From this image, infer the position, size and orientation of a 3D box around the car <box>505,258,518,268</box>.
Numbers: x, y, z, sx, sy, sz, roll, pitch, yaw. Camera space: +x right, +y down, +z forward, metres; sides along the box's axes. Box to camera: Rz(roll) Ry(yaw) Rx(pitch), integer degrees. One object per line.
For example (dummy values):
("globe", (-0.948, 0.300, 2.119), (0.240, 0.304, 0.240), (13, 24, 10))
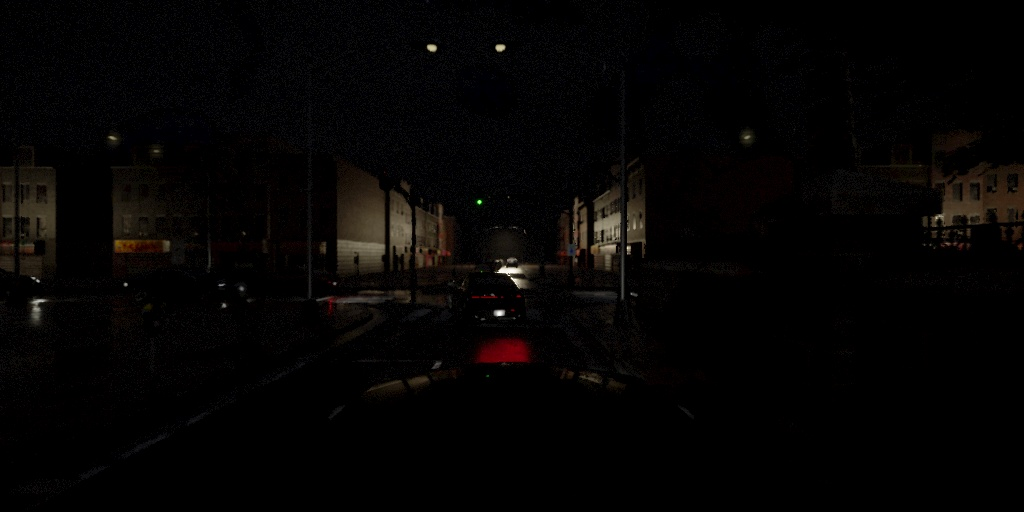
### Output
("car", (0.014, 1.425, 62.307), (1.994, 1.385, 4.181), (0, 0, 0))

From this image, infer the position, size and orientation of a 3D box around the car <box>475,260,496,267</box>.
("car", (-2.631, 1.326, 31.202), (1.751, 1.417, 4.829), (0, 0, 0))

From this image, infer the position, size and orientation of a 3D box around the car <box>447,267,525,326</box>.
("car", (-0.985, 1.275, 11.948), (1.837, 1.490, 4.892), (1, 0, -16))

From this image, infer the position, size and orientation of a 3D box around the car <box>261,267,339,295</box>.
("car", (-11.958, 1.315, 19.624), (4.674, 1.442, 1.812), (0, 0, 2))

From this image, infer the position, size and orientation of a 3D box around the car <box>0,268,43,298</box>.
("car", (-25.123, 1.159, 16.695), (4.553, 1.767, 2.097), (0, 0, 0))

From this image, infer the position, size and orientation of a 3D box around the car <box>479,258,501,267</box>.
("car", (-2.629, 1.125, 36.823), (2.192, 1.841, 5.009), (0, 0, 0))

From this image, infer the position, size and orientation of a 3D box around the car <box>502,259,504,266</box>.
("car", (-2.625, 1.408, 53.179), (1.948, 1.339, 4.313), (0, 0, 0))

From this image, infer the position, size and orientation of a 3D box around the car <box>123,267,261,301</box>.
("car", (-14.990, 1.286, 16.681), (4.902, 1.511, 2.128), (0, 0, 0))
